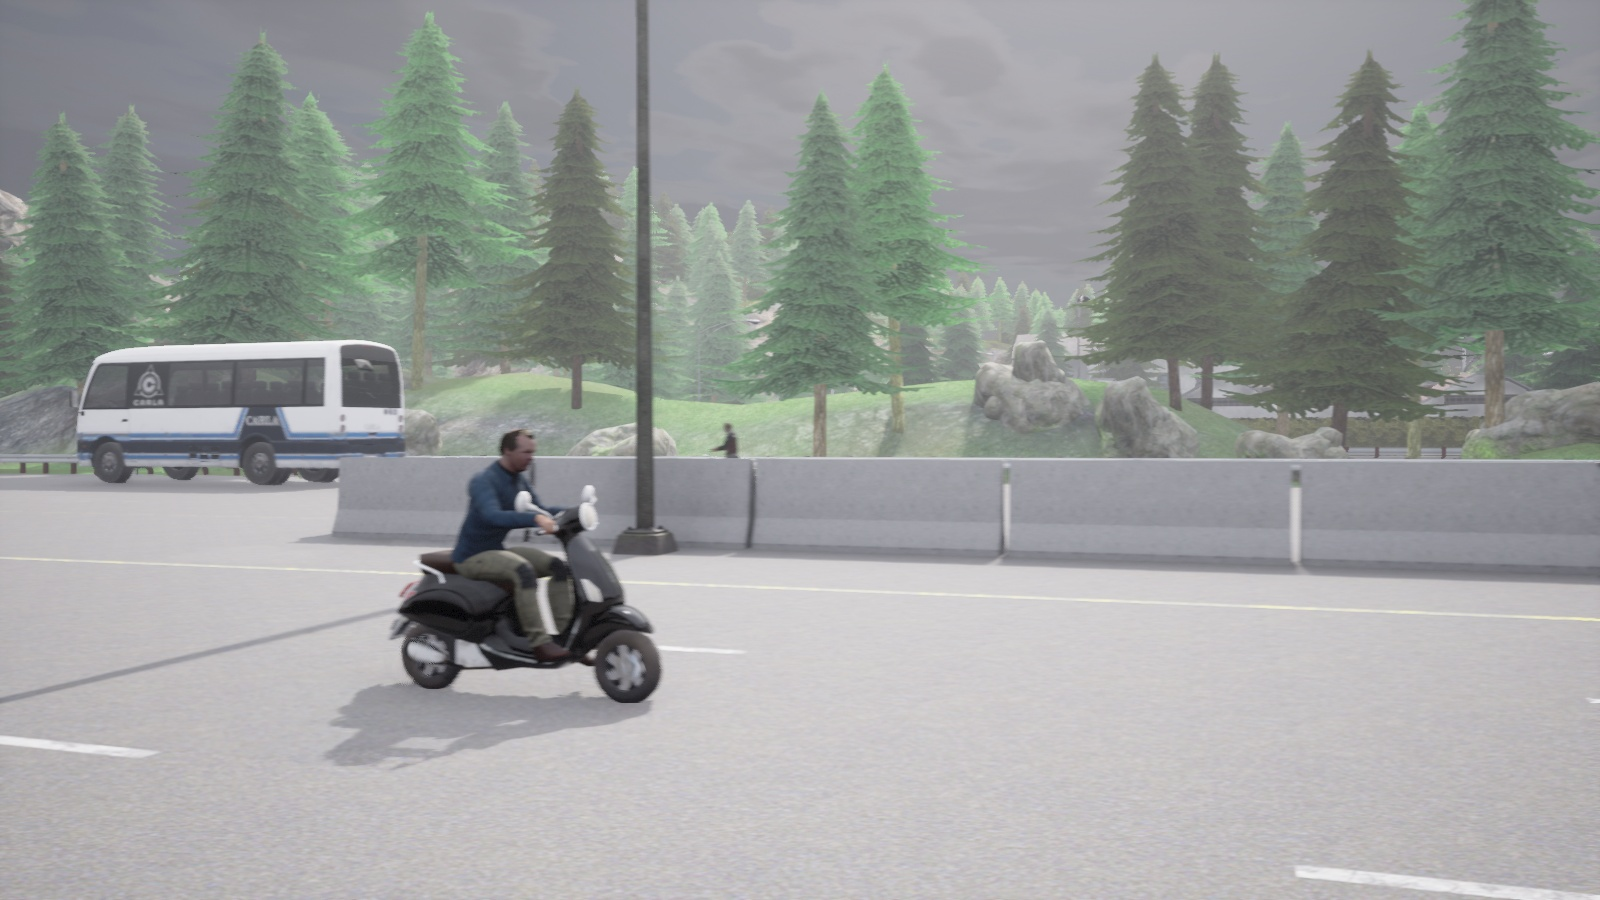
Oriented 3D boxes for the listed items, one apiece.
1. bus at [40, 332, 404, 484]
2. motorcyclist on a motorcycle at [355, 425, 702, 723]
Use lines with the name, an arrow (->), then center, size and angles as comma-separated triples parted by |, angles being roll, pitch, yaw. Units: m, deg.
bus -> -17.775, -1.237, 38.693 | 10.273, 4.253, 3.944 | 1, 1, 19
motorcyclist on a motorcycle -> -1.587, 0.655, 7.420 | 1.817, 1.590, 0.866 | 1, 1, 19
